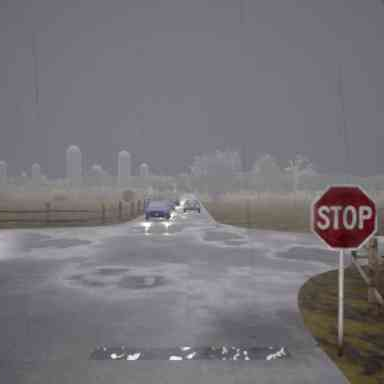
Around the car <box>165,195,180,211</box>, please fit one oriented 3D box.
[{"bbox_3d":[-2.960,1.445,39.595,2.128,1.511,4.902,0,0,0],"label":"car"}]

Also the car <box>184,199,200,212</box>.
[{"bbox_3d":[-0.009,1.504,37.600,2.033,1.411,5.357,0,0,0],"label":"car"}]

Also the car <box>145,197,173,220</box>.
[{"bbox_3d":[-2.783,1.450,27.717,1.882,1.535,5.008,0,0,-3],"label":"car"}]

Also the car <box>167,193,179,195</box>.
[{"bbox_3d":[-2.982,1.149,51.820,2.150,2.045,5.566,0,0,0],"label":"car"}]
